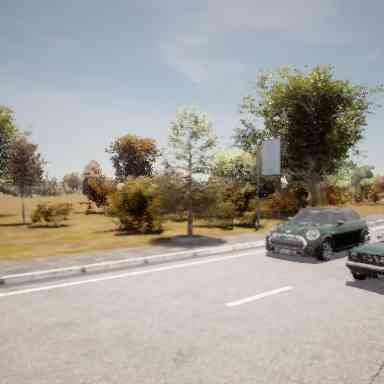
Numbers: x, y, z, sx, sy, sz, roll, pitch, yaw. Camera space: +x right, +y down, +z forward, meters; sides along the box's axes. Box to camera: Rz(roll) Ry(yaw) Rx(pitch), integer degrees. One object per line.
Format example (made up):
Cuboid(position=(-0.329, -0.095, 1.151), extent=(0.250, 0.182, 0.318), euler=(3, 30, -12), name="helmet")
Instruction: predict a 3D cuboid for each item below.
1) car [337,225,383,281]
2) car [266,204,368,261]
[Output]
Cuboid(position=(6.012, 1.609, 8.862), extent=(4.718, 1.301, 1.895), euler=(0, 0, -40), name="car")
Cuboid(position=(4.780, 1.366, 12.451), extent=(4.553, 1.767, 2.097), euler=(0, 0, -41), name="car")
